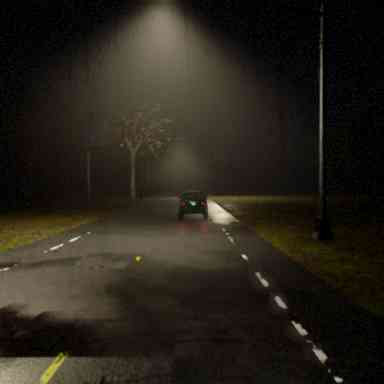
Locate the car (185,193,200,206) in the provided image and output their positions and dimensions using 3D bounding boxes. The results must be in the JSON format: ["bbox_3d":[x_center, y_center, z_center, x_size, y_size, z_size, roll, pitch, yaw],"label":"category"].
[{"bbox_3d":[0.094,0.914,42.291,1.812,1.442,4.674,0,1,0],"label":"car"}]

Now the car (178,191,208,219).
[{"bbox_3d":[0.093,0.925,26.226,2.150,2.045,5.566,0,1,0],"label":"car"}]
